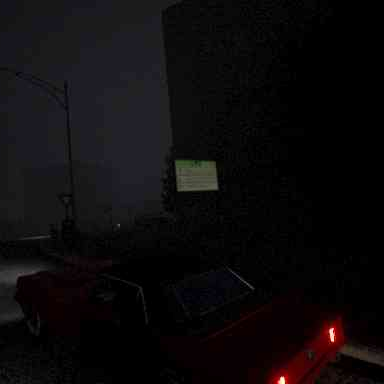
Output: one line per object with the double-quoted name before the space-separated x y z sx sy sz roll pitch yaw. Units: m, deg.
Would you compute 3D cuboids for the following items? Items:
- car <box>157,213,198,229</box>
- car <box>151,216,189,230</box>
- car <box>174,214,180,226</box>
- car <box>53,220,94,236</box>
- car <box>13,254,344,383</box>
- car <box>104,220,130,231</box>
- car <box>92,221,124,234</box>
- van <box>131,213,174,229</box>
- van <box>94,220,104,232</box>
"car" -2.152 4.393 49.804 5.566 2.045 2.435 -7 -8 21
"car" -3.121 4.390 47.234 5.008 1.535 2.097 -6 -8 21
"car" -4.137 4.174 44.599 4.792 1.488 2.163 -7 -7 21
"car" -14.419 4.392 39.769 1.882 1.535 5.008 -7 -6 22
"car" -0.632 1.568 4.626 4.718 1.301 1.895 1 1 40
"car" -10.510 5.038 49.530 2.097 1.767 4.553 -7 -8 21
"car" -13.614 5.792 53.965 4.553 1.767 2.185 -7 -8 21
"van" -5.102 3.697 42.015 4.442 1.987 1.878 -7 -7 21
"van" -15.815 5.221 48.881 4.442 1.987 1.878 -7 -7 21
